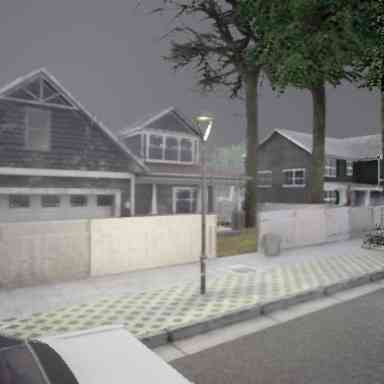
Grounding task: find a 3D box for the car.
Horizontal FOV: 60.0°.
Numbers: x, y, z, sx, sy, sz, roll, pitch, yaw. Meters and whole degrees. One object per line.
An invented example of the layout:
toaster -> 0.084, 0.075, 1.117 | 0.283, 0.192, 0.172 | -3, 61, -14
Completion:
car -> -2.137, 1.599, 1.535 | 4.718, 1.301, 1.895 | 0, 0, -35
